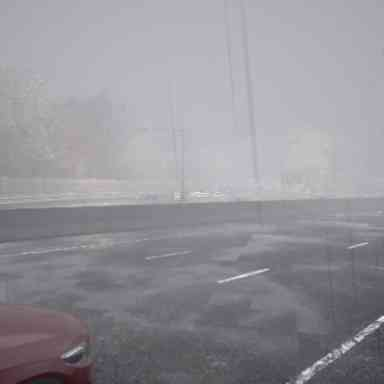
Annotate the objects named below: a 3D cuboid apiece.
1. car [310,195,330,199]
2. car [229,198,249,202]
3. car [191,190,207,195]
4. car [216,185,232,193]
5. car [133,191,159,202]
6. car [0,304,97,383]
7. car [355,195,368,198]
[{"bbox_3d":[19.355,1.273,50.826,4.902,1.511,2.128,0,0,-41],"label":"car"},{"bbox_3d":[5.149,1.395,38.122,4.718,1.301,1.895,0,0,-42],"label":"car"},{"bbox_3d":[1.395,0.273,65.349,2.128,1.511,4.902,0,2,26],"label":"car"},{"bbox_3d":[7.471,-0.485,77.202,2.150,2.045,5.566,0,2,28],"label":"car"},{"bbox_3d":[-6.614,0.639,48.143,2.128,1.511,4.902,0,1,25],"label":"car"},{"bbox_3d":[-3.022,1.497,2.293,4.674,1.442,1.812,0,0,-42],"label":"car"},{"bbox_3d":[31.340,1.330,61.532,4.181,1.385,1.994,0,0,-42],"label":"car"}]
